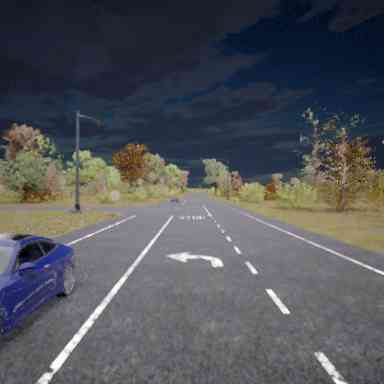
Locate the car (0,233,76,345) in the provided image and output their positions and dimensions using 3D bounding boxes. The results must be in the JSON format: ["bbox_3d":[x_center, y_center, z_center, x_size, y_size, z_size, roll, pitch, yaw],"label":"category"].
[{"bbox_3d":[-3.510,1.521,5.818,1.812,1.442,4.674,0,0,0],"label":"car"}]

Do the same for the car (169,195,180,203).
[{"bbox_3d":[-3.440,1.383,67.861,1.837,1.490,4.892,0,0,0],"label":"car"}]
